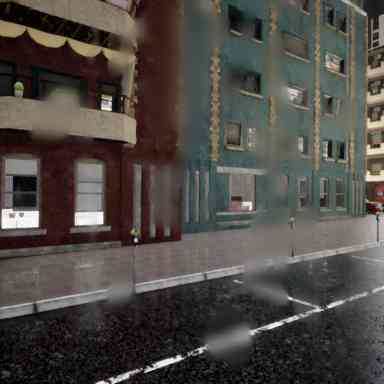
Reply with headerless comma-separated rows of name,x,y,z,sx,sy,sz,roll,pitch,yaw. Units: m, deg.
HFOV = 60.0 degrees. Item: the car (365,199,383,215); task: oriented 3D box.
car,15.702,1.241,32.220,2.192,1.841,5.009,1,0,-36
